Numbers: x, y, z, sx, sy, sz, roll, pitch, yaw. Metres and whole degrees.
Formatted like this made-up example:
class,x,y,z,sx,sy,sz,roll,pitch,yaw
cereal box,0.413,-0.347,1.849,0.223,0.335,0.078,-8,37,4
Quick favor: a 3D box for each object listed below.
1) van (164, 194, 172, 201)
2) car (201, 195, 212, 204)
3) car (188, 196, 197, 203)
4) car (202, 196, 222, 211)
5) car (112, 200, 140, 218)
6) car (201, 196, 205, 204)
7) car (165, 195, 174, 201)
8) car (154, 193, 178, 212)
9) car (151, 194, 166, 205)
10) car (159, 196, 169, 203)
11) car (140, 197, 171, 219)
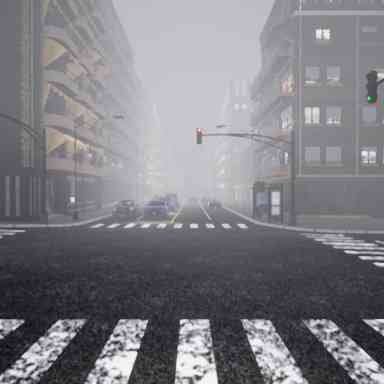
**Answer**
class,x,y,z,sx,sy,sz,roll,pitch,yaw
van,-5.712,1.306,80.013,1.690,1.788,3.998,0,0,0
car,2.672,1.413,63.093,1.967,1.590,4.097,0,0,0
car,0.082,1.533,69.764,1.994,1.385,4.181,0,0,0
car,2.678,1.532,40.539,2.008,1.369,4.403,0,0,0
car,-5.700,1.426,29.265,1.967,1.590,4.097,0,0,0
car,2.677,1.524,46.177,1.887,1.381,4.507,0,0,0
car,-5.713,1.513,85.652,2.008,1.369,4.403,0,0,0
car,-3.097,1.334,38.974,2.097,1.767,4.553,0,0,0
car,-5.708,1.290,57.458,2.192,1.841,5.009,0,0,0
car,-5.709,1.496,68.566,1.752,1.417,4.829,0,0,0
car,-3.095,1.464,29.346,1.882,1.535,5.008,0,0,-1
